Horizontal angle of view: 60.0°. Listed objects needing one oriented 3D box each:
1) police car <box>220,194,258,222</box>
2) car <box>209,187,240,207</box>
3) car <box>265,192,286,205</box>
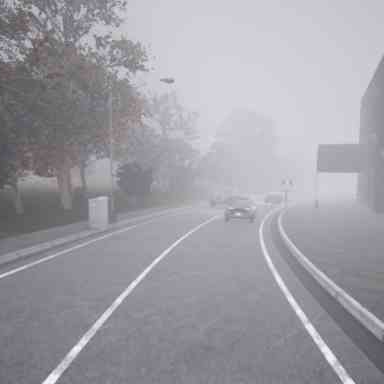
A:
[{"bbox_3d":[3.622,1.216,23.760,2.038,1.542,4.974,2,2,15],"label":"police car"},{"bbox_3d":[3.607,0.530,35.124,2.150,2.045,5.566,2,3,23],"label":"car"},{"bbox_3d":[10.416,0.699,40.989,1.882,1.535,5.008,3,3,27],"label":"car"}]
